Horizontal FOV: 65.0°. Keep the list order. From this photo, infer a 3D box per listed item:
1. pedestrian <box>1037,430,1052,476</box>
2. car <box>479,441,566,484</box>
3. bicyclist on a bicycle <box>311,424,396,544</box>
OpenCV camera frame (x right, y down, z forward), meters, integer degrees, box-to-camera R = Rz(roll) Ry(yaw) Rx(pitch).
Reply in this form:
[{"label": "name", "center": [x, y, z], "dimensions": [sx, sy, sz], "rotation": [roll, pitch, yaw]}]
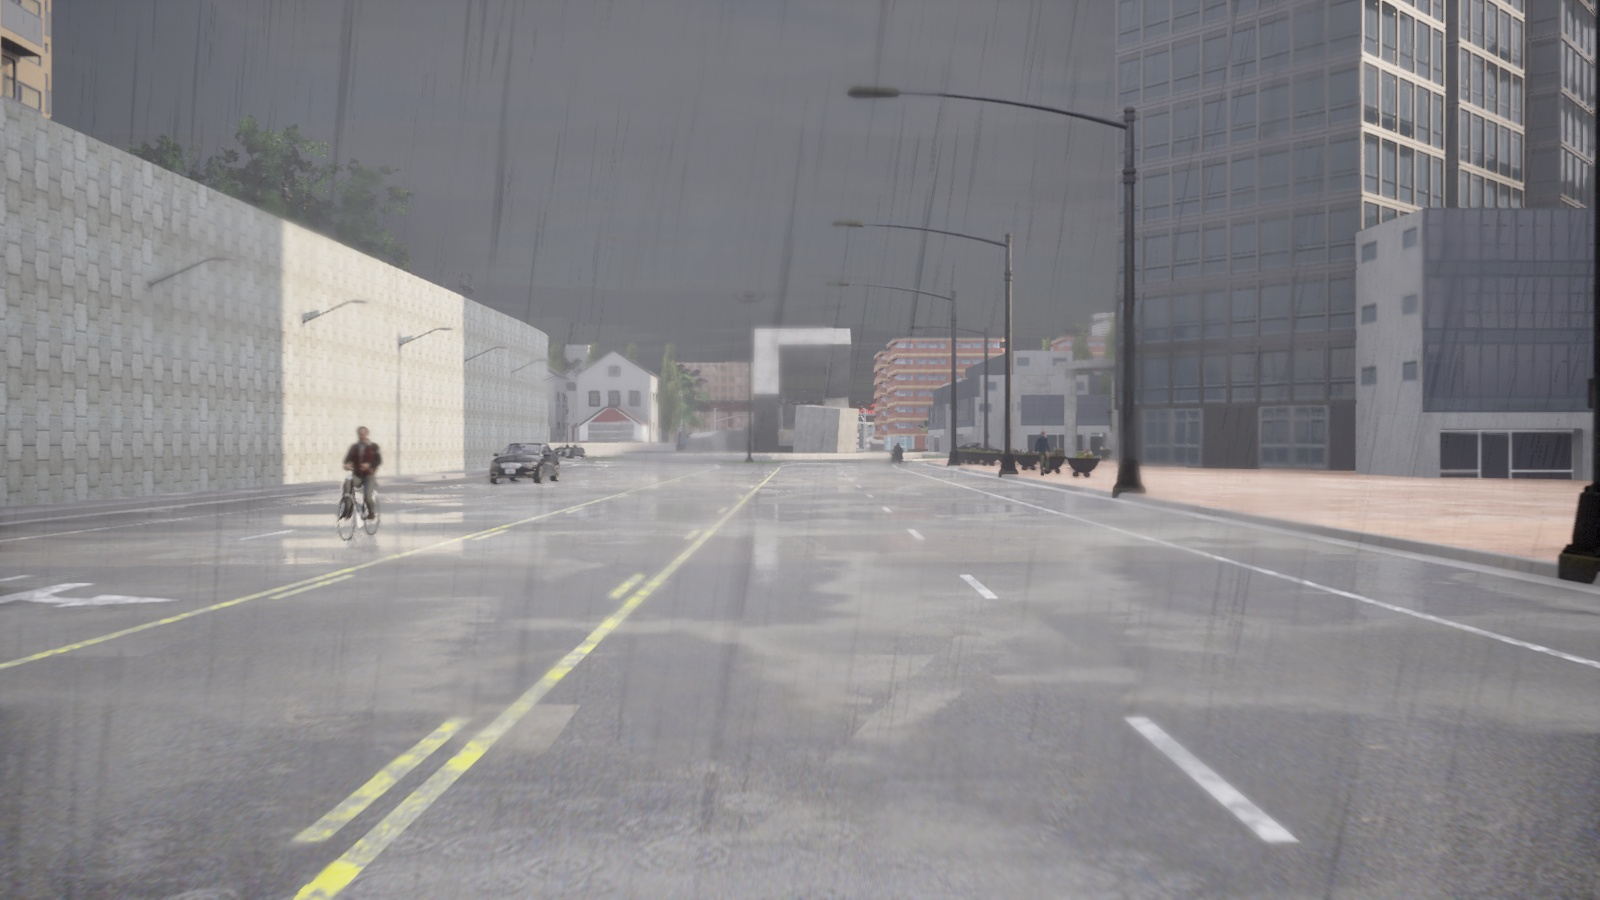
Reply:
[{"label": "pedestrian", "center": [9.797, 0.126, 50.312], "dimensions": [0.402, 1.842, 0.726], "rotation": [0, 0, 30]}, {"label": "car", "center": [-10.219, 0.431, 46.665], "dimensions": [2.128, 1.511, 4.902], "rotation": [0, 0, 0]}, {"label": "bicyclist on a bicycle", "center": [-6.874, 0.502, 19.423], "dimensions": [0.659, 1.776, 1.843], "rotation": [0, 0, 0]}]
